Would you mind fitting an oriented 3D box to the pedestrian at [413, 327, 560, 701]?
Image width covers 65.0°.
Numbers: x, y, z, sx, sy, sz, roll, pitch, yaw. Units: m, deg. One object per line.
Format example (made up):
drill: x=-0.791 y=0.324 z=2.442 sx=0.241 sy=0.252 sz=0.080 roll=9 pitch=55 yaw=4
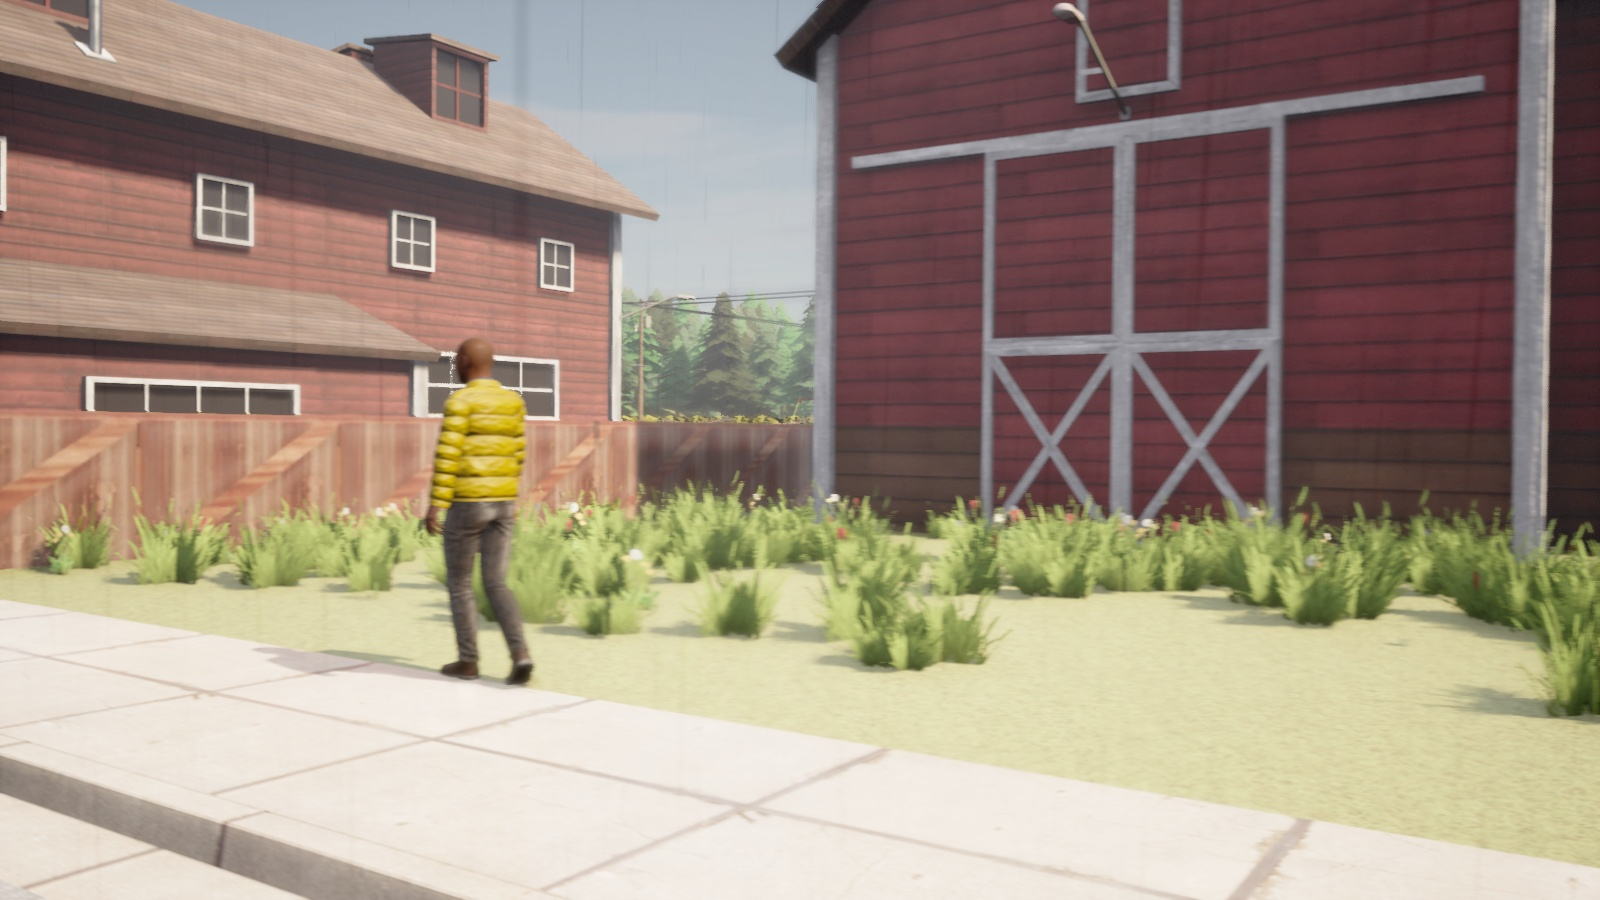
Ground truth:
pedestrian: x=-1.635 y=0.312 z=6.536 sx=0.726 sy=1.835 sz=0.370 roll=0 pitch=1 yaw=41
